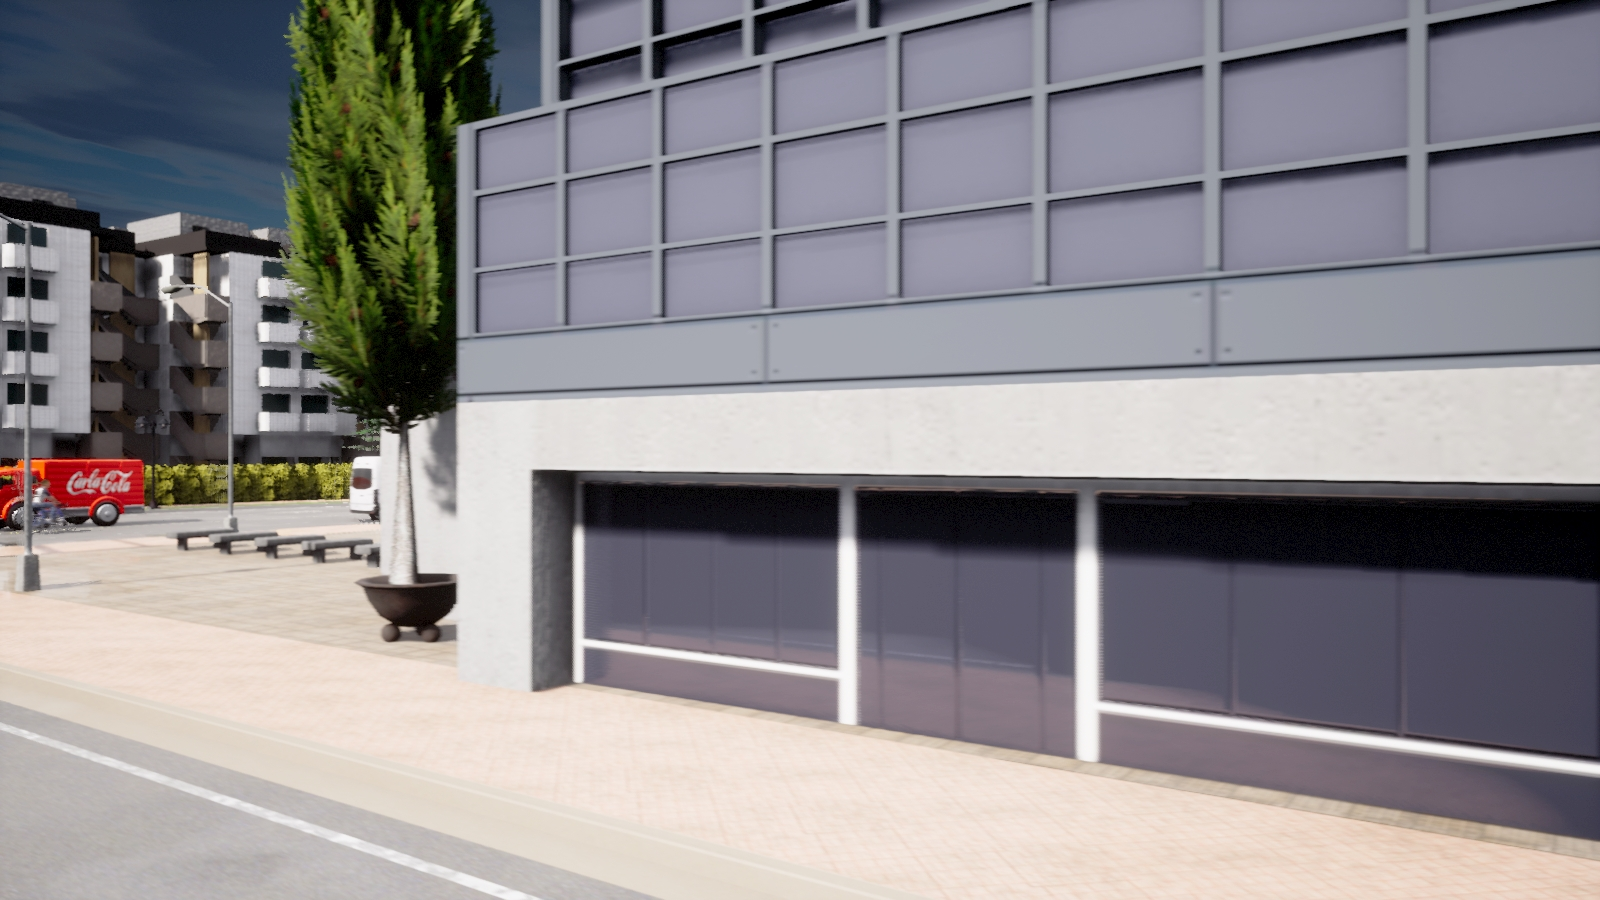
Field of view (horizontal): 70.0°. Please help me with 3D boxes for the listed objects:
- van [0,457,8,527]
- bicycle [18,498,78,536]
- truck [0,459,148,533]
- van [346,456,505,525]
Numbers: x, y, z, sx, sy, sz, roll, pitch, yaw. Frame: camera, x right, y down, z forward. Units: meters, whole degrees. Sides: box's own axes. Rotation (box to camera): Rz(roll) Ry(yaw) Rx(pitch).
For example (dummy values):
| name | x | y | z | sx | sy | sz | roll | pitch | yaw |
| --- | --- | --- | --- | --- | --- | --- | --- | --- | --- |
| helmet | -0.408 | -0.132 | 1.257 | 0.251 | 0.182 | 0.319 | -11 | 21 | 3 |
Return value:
| name | x | y | z | sx | sy | sz | roll | pitch | yaw |
| --- | --- | --- | --- | --- | --- | --- | --- | --- | --- |
| van | -31.734 | 1.536 | 40.295 | 1.988 | 2.561 | 5.915 | 0 | 0 | 33 |
| bicycle | -24.992 | 2.207 | 38.008 | 0.373 | 1.196 | 1.643 | 0 | 0 | 33 |
| truck | -26.930 | 1.569 | 41.302 | 2.627 | 2.467 | 5.204 | 0 | 0 | 33 |
| van | -14.950 | 1.535 | 45.984 | 1.988 | 2.561 | 5.915 | 0 | 0 | 40 |
